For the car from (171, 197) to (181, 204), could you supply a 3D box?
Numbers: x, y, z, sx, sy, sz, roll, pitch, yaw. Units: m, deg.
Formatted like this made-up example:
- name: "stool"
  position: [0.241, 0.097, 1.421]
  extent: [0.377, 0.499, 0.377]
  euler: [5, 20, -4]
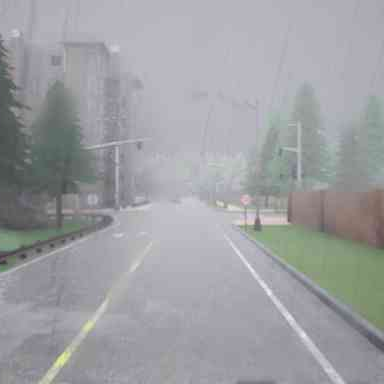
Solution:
- name: "car"
  position: [-3.480, 1.845, 71.143]
  extent: [1.994, 1.385, 4.181]
  euler: [0, 0, 0]
